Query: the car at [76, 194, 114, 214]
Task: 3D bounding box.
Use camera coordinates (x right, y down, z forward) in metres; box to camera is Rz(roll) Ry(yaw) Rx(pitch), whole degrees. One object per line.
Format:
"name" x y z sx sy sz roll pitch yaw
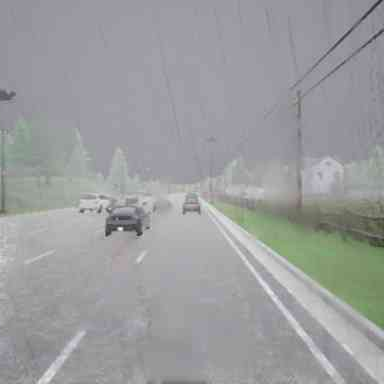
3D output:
"car" -10.423 1.196 35.945 2.150 2.045 5.566 0 0 0

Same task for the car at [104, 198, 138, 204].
"car" -6.920 1.573 32.843 1.895 1.301 4.718 0 0 0

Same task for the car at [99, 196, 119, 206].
"car" -14.020 1.448 56.427 2.128 1.511 4.902 0 0 0

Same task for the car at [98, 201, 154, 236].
"car" -3.413 1.490 18.258 1.837 1.490 4.892 0 0 0

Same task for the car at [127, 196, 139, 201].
"car" -10.475 1.427 58.582 1.882 1.535 5.008 0 0 0

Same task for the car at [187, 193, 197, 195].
"car" -0.031 1.159 54.971 2.150 2.045 5.566 0 0 0

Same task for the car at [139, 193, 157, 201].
"car" -6.962 1.172 56.289 2.150 2.045 5.566 0 1 0

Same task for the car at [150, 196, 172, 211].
"car" -3.422 1.526 39.277 1.994 1.385 4.181 0 0 0

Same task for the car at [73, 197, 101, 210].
"car" -14.023 1.461 44.671 2.128 1.511 4.902 0 0 0

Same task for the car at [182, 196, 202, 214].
"car" -0.021 1.454 34.149 2.128 1.511 4.902 0 0 0
